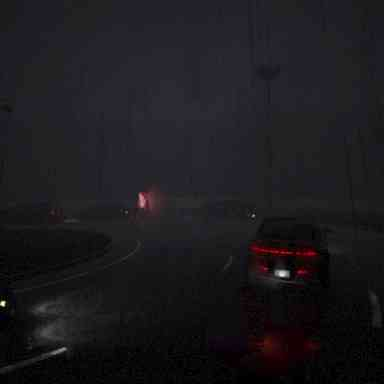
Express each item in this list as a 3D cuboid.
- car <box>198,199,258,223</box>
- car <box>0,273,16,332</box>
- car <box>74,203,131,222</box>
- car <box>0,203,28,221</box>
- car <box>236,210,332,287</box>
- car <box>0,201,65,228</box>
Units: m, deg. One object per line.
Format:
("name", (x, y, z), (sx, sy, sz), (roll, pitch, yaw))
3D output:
("car", (2.452, 1.294, 23.428), (1.837, 1.490, 4.892), (0, -1, -39))
("car", (-5.381, 1.623, 4.432), (5.357, 1.411, 2.033), (-1, 1, -27))
("car", (-6.779, 1.517, 25.297), (4.181, 1.385, 1.994), (-1, 0, 18))
("car", (-16.590, 1.724, 28.030), (4.718, 1.301, 1.895), (-1, 0, -21))
("car", (2.667, 1.393, 9.092), (1.837, 1.490, 4.892), (1, 1, 20))
("car", (-10.988, 1.409, 22.160), (4.553, 1.767, 2.097), (-1, 1, 1))
